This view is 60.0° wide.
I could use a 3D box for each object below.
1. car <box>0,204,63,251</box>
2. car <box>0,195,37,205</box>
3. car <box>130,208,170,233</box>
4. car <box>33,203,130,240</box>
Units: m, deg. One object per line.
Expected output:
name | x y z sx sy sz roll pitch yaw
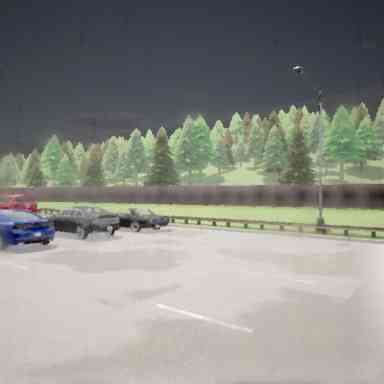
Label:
car | -7.891 1.482 14.267 5.008 1.535 1.882 0 0 37
car | -15.624 1.255 28.933 5.566 2.045 2.150 0 0 37
car | -3.680 1.613 19.859 4.718 1.301 1.895 0 0 37
car | -5.774 1.492 17.054 4.902 1.511 2.128 0 0 37
